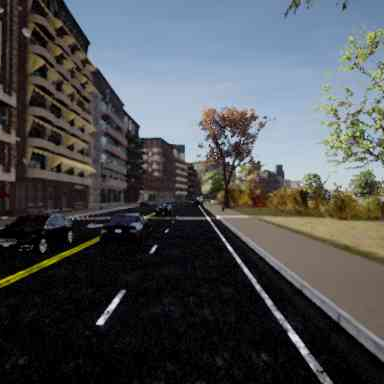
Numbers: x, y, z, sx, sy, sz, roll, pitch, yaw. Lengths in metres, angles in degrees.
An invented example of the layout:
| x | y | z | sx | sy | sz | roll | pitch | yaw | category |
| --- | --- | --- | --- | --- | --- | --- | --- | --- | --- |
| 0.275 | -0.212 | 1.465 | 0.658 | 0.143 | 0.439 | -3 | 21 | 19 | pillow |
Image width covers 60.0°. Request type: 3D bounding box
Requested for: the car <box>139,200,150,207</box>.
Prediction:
| x | y | z | sx | sy | sz | roll | pitch | yaw | category |
| --- | --- | --- | --- | --- | --- | --- | --- | --- | --- |
| -9.721 | 2.364 | 68.383 | 1.994 | 1.385 | 4.181 | 0 | -1 | 0 | car |

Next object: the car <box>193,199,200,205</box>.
| x | y | z | sx | sy | sz | roll | pitch | yaw | category |
| --- | --- | --- | --- | --- | --- | --- | --- | --- | --- |
| 1.133 | 2.478 | 85.382 | 1.801 | 1.575 | 5.366 | 0 | -1 | 1 | car |

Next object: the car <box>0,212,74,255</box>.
| x | y | z | sx | sy | sz | roll | pitch | yaw | category |
| --- | --- | --- | --- | --- | --- | --- | --- | --- | --- |
| -6.591 | 1.672 | 14.227 | 1.837 | 1.490 | 4.892 | 0 | -1 | 0 | car |

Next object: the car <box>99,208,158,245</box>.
| x | y | z | sx | sy | sz | roll | pitch | yaw | category |
| --- | --- | --- | --- | --- | --- | --- | --- | --- | --- |
| -3.143 | 1.743 | 16.702 | 2.033 | 1.411 | 5.357 | 0 | -1 | 0 | car |

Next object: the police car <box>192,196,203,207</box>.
| x | y | z | sx | sy | sz | roll | pitch | yaw | category |
| --- | --- | --- | --- | --- | --- | --- | --- | --- | --- |
| 1.005 | 2.251 | 69.443 | 1.930 | 1.638 | 5.238 | 0 | -1 | 0 | police car |

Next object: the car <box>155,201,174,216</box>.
| x | y | z | sx | sy | sz | roll | pitch | yaw | category |
| --- | --- | --- | --- | --- | --- | --- | --- | --- | --- |
| -3.157 | 2.058 | 38.859 | 1.895 | 1.301 | 4.718 | 0 | -1 | 0 | car |

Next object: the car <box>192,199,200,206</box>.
| x | y | z | sx | sy | sz | roll | pitch | yaw | category |
| --- | --- | --- | --- | --- | --- | --- | --- | --- | --- |
| 1.030 | 2.404 | 79.466 | 1.801 | 1.575 | 5.366 | 0 | -1 | 1 | car |
